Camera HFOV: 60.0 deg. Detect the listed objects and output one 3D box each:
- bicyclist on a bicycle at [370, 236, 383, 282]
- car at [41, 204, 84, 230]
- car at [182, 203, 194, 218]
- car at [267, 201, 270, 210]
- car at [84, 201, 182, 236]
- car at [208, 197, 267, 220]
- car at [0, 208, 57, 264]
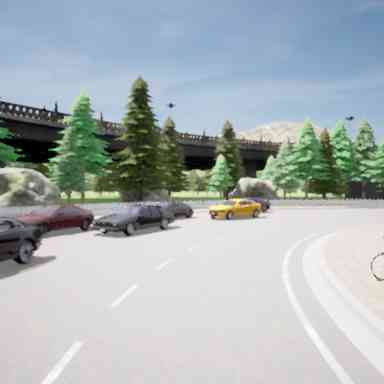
[{"bbox_3d":[4.920,1.267,7.498,1.656,1.620,0.582,1,1,12],"label":"bicyclist on a bicycle"},{"bbox_3d":[-7.067,1.377,17.260,1.812,1.442,4.674,0,0,26],"label":"car"},{"bbox_3d":[-1.794,1.377,25.649,1.994,1.385,4.181,1,1,42],"label":"car"},{"bbox_3d":[5.475,1.287,32.383,4.902,1.511,2.128,0,0,-34],"label":"car"},{"bbox_3d":[-2.931,1.410,18.061,2.033,1.411,5.357,0,0,30],"label":"car"},{"bbox_3d":[3.436,1.307,26.268,5.008,1.535,1.882,0,1,-41],"label":"car"},{"bbox_3d":[-6.094,1.406,8.769,2.128,1.511,4.902,0,0,12],"label":"car"}]
